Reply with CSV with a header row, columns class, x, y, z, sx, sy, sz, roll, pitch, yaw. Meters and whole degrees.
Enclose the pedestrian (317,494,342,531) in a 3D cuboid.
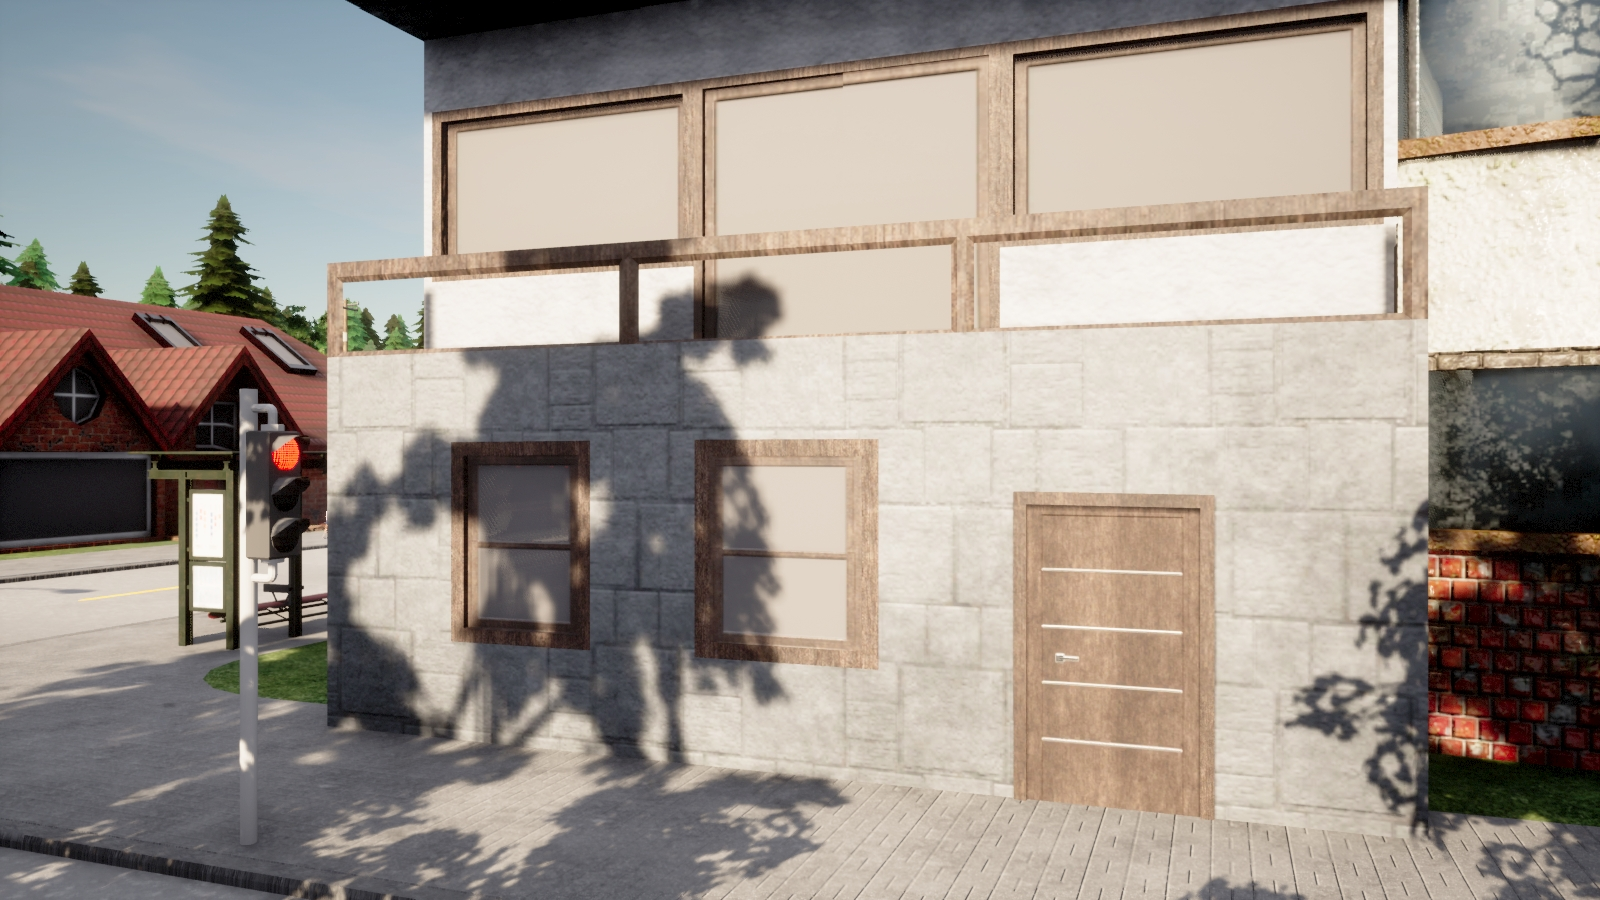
class,x,y,z,sx,sy,sz,roll,pitch,yaw
pedestrian,-14.339,1.905,34.859,0.500,1.100,0.500,0,0,19
